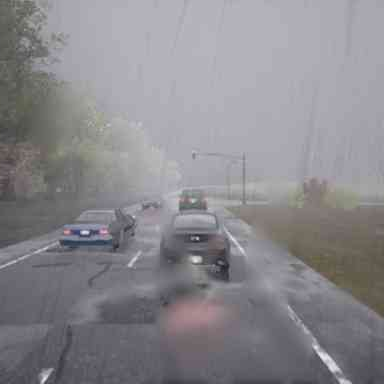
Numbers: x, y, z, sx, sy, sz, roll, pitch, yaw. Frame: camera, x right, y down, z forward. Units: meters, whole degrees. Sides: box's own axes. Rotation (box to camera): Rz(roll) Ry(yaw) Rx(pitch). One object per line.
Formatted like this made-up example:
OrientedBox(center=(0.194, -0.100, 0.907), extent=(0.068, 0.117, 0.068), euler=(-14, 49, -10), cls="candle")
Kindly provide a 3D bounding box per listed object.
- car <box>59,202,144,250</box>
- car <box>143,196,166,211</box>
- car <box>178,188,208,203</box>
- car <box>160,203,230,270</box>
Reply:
OrientedBox(center=(-3.413, 1.299, 13.107), extent=(2.033, 1.411, 5.357), euler=(0, 1, 0), cls="car")
OrientedBox(center=(-3.431, 1.020, 30.774), extent=(1.895, 1.301, 4.718), euler=(0, 1, 0), cls="car")
OrientedBox(center=(0.074, 0.729, 26.061), extent=(2.150, 2.045, 5.566), euler=(0, 1, 0), cls="car")
OrientedBox(center=(0.088, 1.309, 10.319), extent=(1.837, 1.490, 4.892), euler=(0, 1, 0), cls="car")
